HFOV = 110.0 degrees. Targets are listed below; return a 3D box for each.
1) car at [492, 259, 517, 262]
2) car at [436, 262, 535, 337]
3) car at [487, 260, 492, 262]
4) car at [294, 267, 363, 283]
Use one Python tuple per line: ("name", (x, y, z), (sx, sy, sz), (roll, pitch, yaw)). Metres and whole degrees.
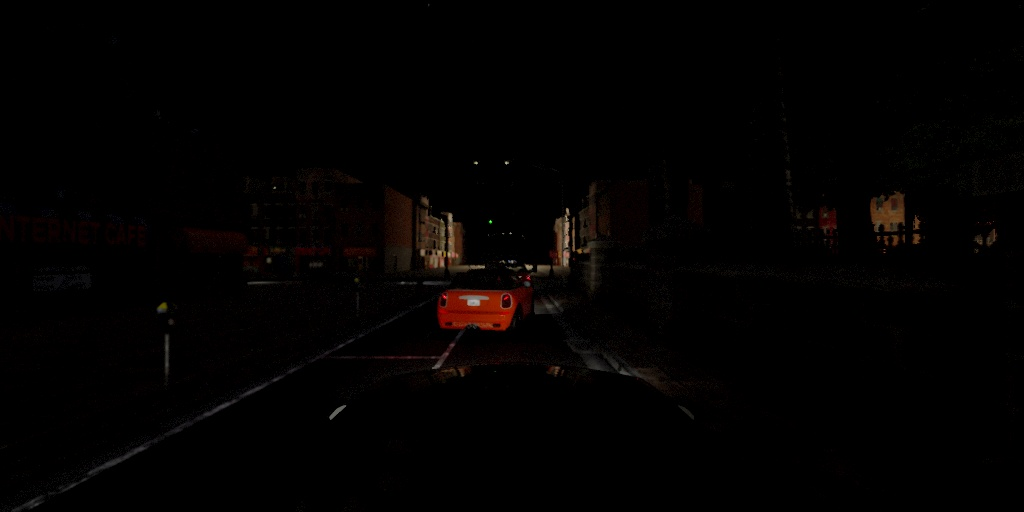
("car", (0.102, 1.229, 21.031), (2.097, 1.767, 4.553), (0, 0, 0))
("car", (-0.556, 1.160, 10.740), (2.097, 1.767, 4.553), (0, 0, 10))
("car", (-2.587, 1.552, 42.729), (1.751, 1.417, 4.829), (0, 0, 0))
("car", (-14.342, 1.545, 28.225), (4.718, 1.301, 1.895), (0, 0, 3))
